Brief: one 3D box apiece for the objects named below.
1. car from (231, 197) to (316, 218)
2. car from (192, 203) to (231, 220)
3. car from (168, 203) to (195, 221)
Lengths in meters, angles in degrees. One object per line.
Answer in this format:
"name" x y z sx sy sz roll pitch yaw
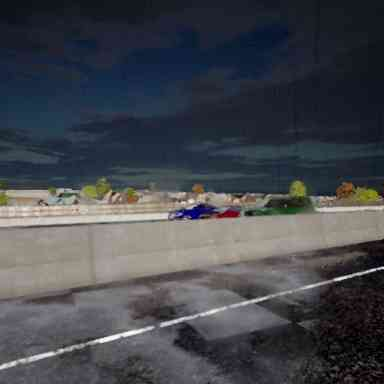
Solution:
"car" 5.375 1.306 20.615 5.566 2.045 2.150 0 0 -35
"car" 2.460 1.642 22.842 4.181 1.385 1.994 0 0 -35
"car" 0.393 1.602 25.670 4.674 1.442 1.812 0 0 -35
